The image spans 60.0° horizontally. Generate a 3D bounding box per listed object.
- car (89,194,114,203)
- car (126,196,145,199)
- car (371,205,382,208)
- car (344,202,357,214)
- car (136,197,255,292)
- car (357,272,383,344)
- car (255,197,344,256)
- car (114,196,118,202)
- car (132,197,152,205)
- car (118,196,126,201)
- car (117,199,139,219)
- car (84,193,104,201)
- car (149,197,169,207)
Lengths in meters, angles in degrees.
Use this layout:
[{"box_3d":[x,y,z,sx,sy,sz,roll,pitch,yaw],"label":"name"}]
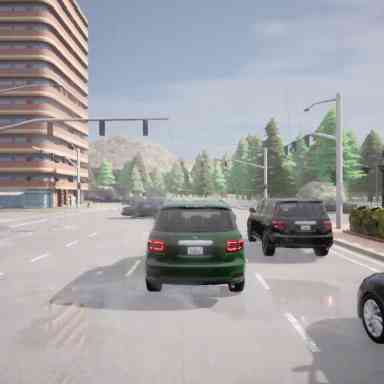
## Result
[{"box_3d":[-18.316,1.601,66.931,4.718,1.301,1.895,0,0,45],"label":"car"},{"box_3d":[-7.922,1.352,47.258,2.097,1.767,4.553,0,0,-13],"label":"car"},{"box_3d":[19.221,1.656,32.270,4.718,1.301,1.895,0,0,1],"label":"car"},{"box_3d":[14.956,1.603,35.793,5.357,1.411,2.033,0,0,4],"label":"car"},{"box_3d":[0.087,1.221,9.077,2.150,2.045,5.566,0,0,0],"label":"car"},{"box_3d":[3.608,1.505,3.515,1.837,1.490,4.892,0,0,0],"label":"car"},{"box_3d":[3.614,1.221,13.212,2.150,2.045,5.566,0,0,0],"label":"car"},{"box_3d":[-15.128,1.553,68.731,4.181,1.385,1.994,0,0,45],"label":"car"},{"box_3d":[-9.237,1.601,60.840,1.895,1.301,4.718,0,0,-31],"label":"car"},{"box_3d":[-10.514,1.504,55.673,1.837,1.490,4.892,0,0,-26],"label":"car"},{"box_3d":[-3.374,1.594,28.779,5.357,1.411,2.033,0,0,1],"label":"car"},{"box_3d":[-24.168,1.355,79.197,4.553,1.767,2.097,0,0,24],"label":"car"},{"box_3d":[-5.307,1.547,52.079,2.033,1.411,5.357,0,0,-18],"label":"car"}]
